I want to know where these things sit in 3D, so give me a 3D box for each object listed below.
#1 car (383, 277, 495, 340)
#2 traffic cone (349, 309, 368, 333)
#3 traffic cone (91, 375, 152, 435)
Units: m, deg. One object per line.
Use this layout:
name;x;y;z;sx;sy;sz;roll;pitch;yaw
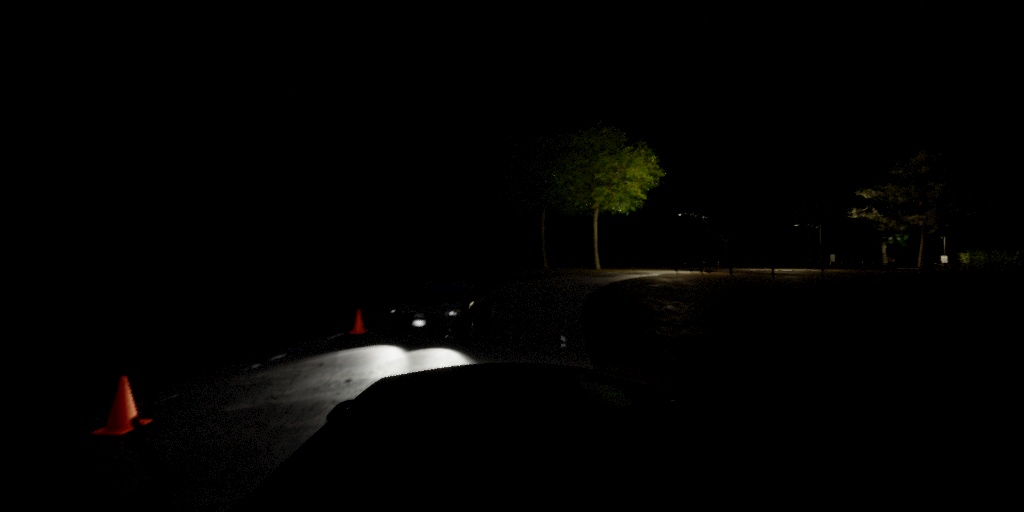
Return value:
car;-1.752;1.292;9.877;1.994;1.385;4.181;1;0;9
traffic cone;-3.962;1.662;9.261;0.340;0.580;0.340;0;0;8
traffic cone;-4.428;1.656;4.079;0.340;0.580;0.340;0;0;3
